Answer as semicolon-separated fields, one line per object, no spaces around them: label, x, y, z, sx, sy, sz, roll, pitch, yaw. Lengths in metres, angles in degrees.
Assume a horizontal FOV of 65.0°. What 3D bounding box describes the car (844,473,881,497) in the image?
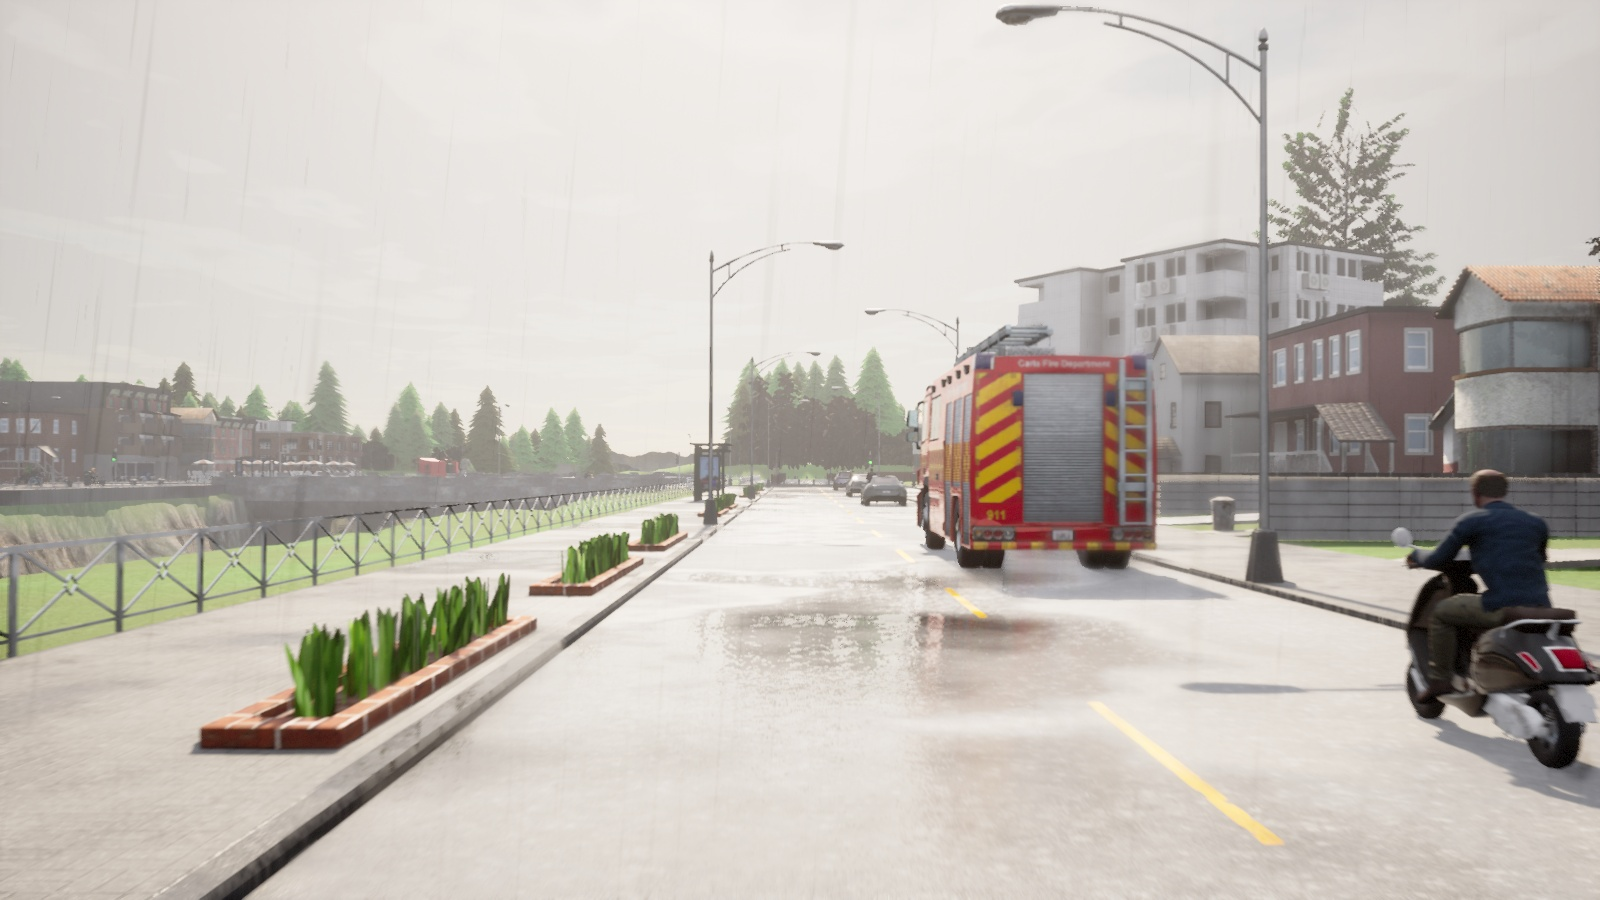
car;3.818;2.146;77.604;2.033;1.411;5.357;0;-1;0

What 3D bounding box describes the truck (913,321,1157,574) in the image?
truck;3.941;0.024;23.281;2.891;3.827;8.468;0;-1;0

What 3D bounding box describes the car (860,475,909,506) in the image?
car;3.858;1.831;57.797;1.994;1.385;4.181;0;-1;1

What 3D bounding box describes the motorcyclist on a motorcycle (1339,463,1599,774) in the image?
motorcyclist on a motorcycle;3.983;0.875;7.341;0.866;1.590;1.817;0;-1;0
